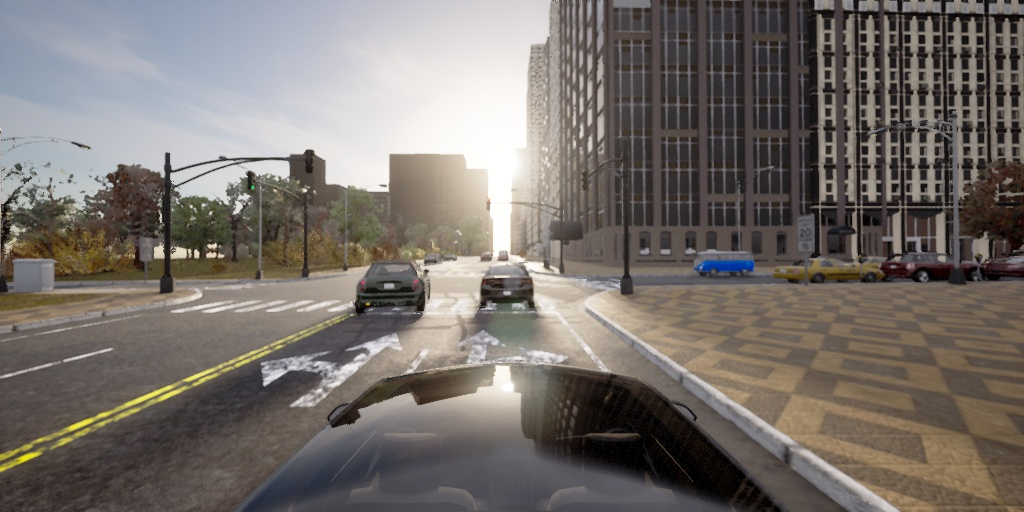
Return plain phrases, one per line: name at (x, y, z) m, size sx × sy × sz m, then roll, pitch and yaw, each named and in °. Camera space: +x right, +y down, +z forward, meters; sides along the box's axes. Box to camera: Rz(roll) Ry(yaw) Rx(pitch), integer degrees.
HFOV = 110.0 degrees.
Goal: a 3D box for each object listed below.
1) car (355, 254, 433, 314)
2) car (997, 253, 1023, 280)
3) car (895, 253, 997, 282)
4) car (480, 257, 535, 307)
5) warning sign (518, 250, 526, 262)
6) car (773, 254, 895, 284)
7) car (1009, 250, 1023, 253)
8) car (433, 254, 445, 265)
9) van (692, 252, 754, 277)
car at (-4.112, 0.897, 12.947) m, size 2.097 × 1.767 × 4.553 m, roll 0°, pitch 1°, yaw -11°
car at (26.943, 0.642, 18.528) m, size 4.207 × 1.307 × 1.802 m, roll 0°, pitch 0°, yaw -2°
car at (21.362, 0.551, 18.321) m, size 4.097 × 1.591 × 1.967 m, roll 0°, pitch 0°, yaw -2°
car at (-0.203, 0.990, 14.003) m, size 1.882 × 1.535 × 5.008 m, roll 0°, pitch 1°, yaw -1°
warning sign at (1.562, -0.077, 54.729) m, size 1.300 × 1.860 × 1.060 m, roll 0°, pitch 0°, yaw -1°
car at (15.951, 0.689, 18.121) m, size 4.829 × 1.417 × 1.751 m, roll 0°, pitch 0°, yaw -2°
car at (34.791, 0.387, 24.230) m, size 4.553 × 1.767 × 2.097 m, roll 0°, pitch 0°, yaw -2°
car at (-11.003, 0.431, 50.015) m, size 1.837 × 1.490 × 4.892 m, roll 0°, pitch 1°, yaw -1°
van at (15.372, 0.576, 26.130) m, size 3.998 × 1.789 × 1.690 m, roll 0°, pitch 0°, yaw -2°
